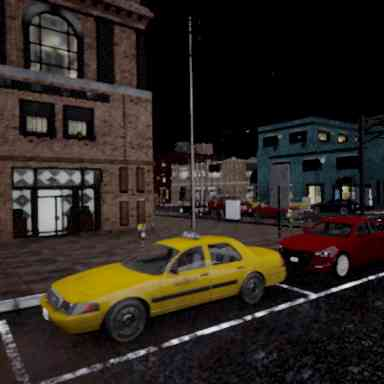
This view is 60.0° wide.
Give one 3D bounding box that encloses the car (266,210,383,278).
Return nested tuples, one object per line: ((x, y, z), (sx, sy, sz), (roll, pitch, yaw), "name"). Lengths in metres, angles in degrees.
((4.415, 1.425, 9.710), (4.507, 1.381, 1.887), (-1, 0, -35), "car")

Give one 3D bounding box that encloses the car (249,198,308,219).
((6.968, 1.399, 26.745), (1.967, 1.590, 4.097), (-2, 1, -37), "car")

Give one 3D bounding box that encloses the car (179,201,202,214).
((0.244, 1.647, 35.834), (2.008, 1.369, 4.403), (-2, 1, -37), "car")

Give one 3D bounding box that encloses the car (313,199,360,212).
((13.697, 1.343, 31.688), (1.947, 1.339, 4.313), (-2, 1, -37), "car")

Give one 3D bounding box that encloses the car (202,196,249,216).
((3.600, 1.343, 31.287), (2.192, 1.841, 5.009), (-2, 1, -37), "car")

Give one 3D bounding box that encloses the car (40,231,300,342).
((-0.238, 1.481, 6.393), (4.829, 1.417, 1.752), (-1, 0, -35), "car")

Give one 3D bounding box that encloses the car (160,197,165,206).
((-6.491, 1.628, 58.951), (1.967, 1.590, 4.097), (-2, 1, -37), "car")

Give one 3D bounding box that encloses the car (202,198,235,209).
((3.604, 1.533, 45.321), (2.008, 1.369, 4.403), (-2, 1, -37), "car")

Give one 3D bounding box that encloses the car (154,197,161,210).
((-6.484, 1.784, 44.922), (2.008, 1.369, 4.403), (-2, 1, -37), "car")

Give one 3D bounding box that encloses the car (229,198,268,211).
((6.866, 1.441, 40.913), (1.752, 1.417, 4.829), (-2, 1, -37), "car")

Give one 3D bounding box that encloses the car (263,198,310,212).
((10.230, 1.373, 36.369), (1.752, 1.417, 4.829), (-2, 1, -37), "car")
